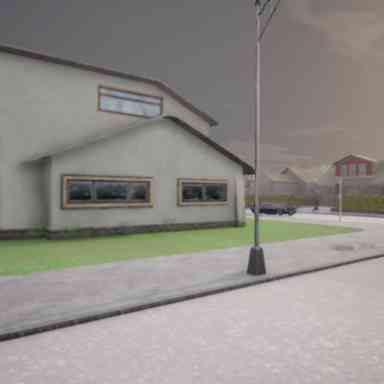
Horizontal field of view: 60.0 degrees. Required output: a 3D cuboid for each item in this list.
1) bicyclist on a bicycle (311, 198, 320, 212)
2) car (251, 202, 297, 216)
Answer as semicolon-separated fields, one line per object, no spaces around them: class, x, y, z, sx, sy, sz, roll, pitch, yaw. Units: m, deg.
bicyclist on a bicycle;14.700;1.528;39.562;1.656;1.620;0.582;0;0;-35
car;8.346;1.736;34.007;1.895;1.301;4.718;0;0;-35
